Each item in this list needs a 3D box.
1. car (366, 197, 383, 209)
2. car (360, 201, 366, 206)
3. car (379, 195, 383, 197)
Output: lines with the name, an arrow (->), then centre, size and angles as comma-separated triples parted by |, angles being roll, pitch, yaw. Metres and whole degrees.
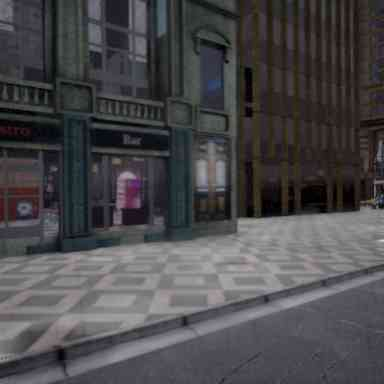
car -> 26.157, 1.684, 44.035 | 2.008, 1.369, 4.403 | -1, 1, -36
car -> 29.689, 1.557, 53.725 | 1.752, 1.417, 4.829 | -1, 1, -36
car -> 28.434, 1.414, 45.598 | 2.150, 2.045, 5.566 | -1, 2, -36
